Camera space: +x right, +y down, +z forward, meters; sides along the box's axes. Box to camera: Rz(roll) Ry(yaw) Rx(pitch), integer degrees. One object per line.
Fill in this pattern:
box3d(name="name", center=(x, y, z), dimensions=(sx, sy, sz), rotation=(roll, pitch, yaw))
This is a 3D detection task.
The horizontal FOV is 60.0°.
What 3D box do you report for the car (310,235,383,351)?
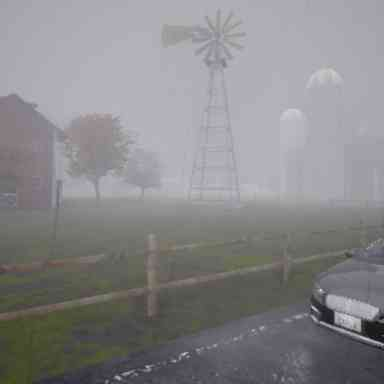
box3d(name="car", center=(4.118, 1.499, 5.919), dimensions=(4.902, 1.511, 2.128), rotation=(0, 0, -35))
